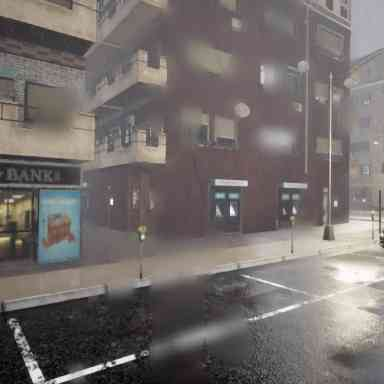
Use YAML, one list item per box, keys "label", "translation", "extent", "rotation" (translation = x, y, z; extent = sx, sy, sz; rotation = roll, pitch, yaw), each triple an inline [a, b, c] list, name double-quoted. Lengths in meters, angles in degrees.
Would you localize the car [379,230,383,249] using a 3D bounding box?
- label: "car"
  translation: [9.077, 1.554, 13.107]
  extent: [4.403, 1.369, 2.008]
  rotation: [0, 1, -35]
